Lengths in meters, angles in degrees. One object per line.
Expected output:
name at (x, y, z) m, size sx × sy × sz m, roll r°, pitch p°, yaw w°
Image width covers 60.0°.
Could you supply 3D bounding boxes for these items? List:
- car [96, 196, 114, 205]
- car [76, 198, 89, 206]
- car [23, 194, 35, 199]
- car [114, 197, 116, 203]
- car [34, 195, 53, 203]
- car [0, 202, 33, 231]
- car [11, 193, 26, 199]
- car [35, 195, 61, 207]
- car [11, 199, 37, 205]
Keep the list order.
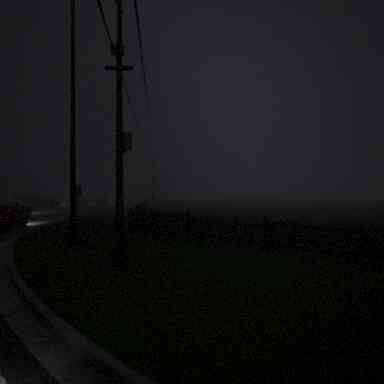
car at (-15.465, 1.510, 58.002) m, size 2.128 × 1.511 × 4.902 m, roll 0°, pitch 0°, yaw -5°
car at (-18.811, 1.619, 56.192) m, size 1.895 × 1.301 × 4.718 m, roll 0°, pitch 0°, yaw -5°
car at (-25.810, 1.512, 55.855) m, size 2.128 × 1.511 × 4.902 m, roll 0°, pitch 0°, yaw -5°
car at (-16.698, 1.617, 70.063) m, size 1.895 × 1.301 × 4.718 m, roll 0°, pitch 0°, yaw -5°
car at (-30.635, 1.381, 68.734) m, size 2.128 × 1.511 × 4.902 m, roll 0°, pitch 0°, yaw -5°
car at (-11.672, 1.571, 20.422) m, size 1.994 × 1.385 × 4.181 m, roll 0°, pitch 0°, yaw -9°
car at (-29.664, 1.242, 58.389) m, size 2.150 × 2.045 × 5.566 m, roll 0°, pitch 0°, yaw -5°
car at (-21.895, 1.509, 51.608) m, size 2.128 × 1.511 × 4.902 m, roll 0°, pitch 0°, yaw -5°
car at (-16.419, 1.612, 30.721) m, size 1.895 × 1.301 × 4.718 m, roll 0°, pitch 0°, yaw -5°
